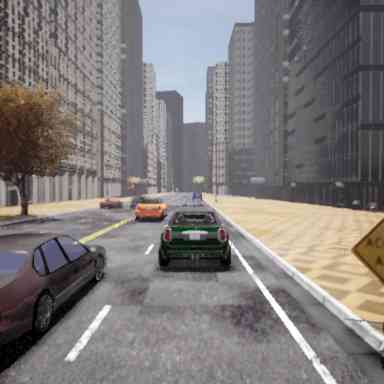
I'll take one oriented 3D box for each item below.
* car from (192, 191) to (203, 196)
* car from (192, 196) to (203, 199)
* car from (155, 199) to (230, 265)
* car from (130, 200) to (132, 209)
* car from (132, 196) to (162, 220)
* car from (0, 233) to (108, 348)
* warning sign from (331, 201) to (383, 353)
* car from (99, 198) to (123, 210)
[{"bbox_3d":[1.158,0.891,70.757,2.150,2.045,5.566,0,0,0],"label":"car"},{"bbox_3d":[0.099,1.361,27.635,2.128,1.511,4.902,0,0,0],"label":"car"},{"bbox_3d":[0.092,1.295,11.634,2.097,1.767,4.553,0,0,0],"label":"car"},{"bbox_3d":[-6.573,1.309,41.725,1.837,1.490,4.892,0,0,0],"label":"car"},{"bbox_3d":[-3.155,1.225,26.625,2.097,1.767,4.553,0,0,0],"label":"car"},{"bbox_3d":[-3.179,1.516,6.510,2.033,1.411,5.357,0,0,0],"label":"car"},{"bbox_3d":[2.867,1.093,4.703,1.300,1.860,1.060,1,1,0],"label":"warning sign"},{"bbox_3d":[-9.830,1.408,40.653,1.895,1.301,4.718,0,0,0],"label":"car"}]
